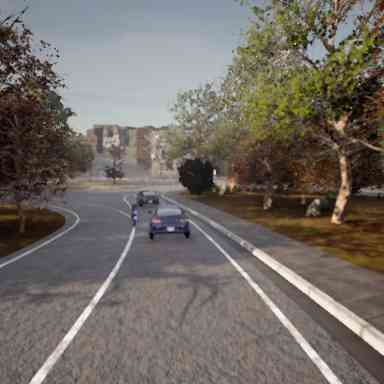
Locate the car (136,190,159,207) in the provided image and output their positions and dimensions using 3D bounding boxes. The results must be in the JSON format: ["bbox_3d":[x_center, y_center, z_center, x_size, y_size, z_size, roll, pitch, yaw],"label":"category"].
[{"bbox_3d":[-4.310,0.526,32.060,1.812,1.442,4.674,-1,4,-14],"label":"car"}]

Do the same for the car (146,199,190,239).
[{"bbox_3d":[-1.183,1.326,16.320,1.812,1.442,4.674,-1,2,-7],"label":"car"}]
